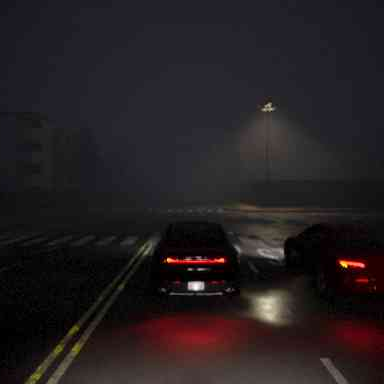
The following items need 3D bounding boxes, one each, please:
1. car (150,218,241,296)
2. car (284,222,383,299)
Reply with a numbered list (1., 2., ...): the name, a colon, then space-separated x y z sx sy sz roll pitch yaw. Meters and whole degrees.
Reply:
1. car: 0.062 1.434 8.444 1.837 1.490 4.892 0 0 0
2. car: 3.614 1.457 8.151 1.812 1.442 4.674 0 0 2
